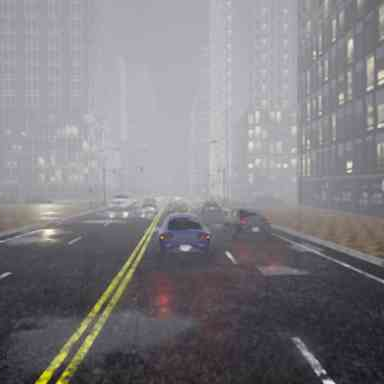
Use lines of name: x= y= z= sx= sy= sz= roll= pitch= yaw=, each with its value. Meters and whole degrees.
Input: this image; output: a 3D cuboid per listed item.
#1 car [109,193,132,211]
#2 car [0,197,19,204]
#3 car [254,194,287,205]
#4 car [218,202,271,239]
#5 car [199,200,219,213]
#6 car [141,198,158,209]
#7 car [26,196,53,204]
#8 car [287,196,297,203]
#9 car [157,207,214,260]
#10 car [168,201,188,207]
car: x=-8.577 y=1.170 z=40.430 sx=2.150 sy=2.045 sz=5.566 roll=0 pitch=0 yaw=-3
car: x=-31.349 y=1.402 z=55.827 sx=4.206 sy=1.307 sz=1.802 roll=0 pitch=1 yaw=-2
car: x=13.225 y=1.346 z=57.762 sx=5.009 sy=1.841 sz=2.192 roll=0 pitch=1 yaw=-2
car: x=2.701 y=1.482 z=17.015 sx=1.812 sy=1.442 sz=4.674 roll=0 pitch=0 yaw=-3
car: x=1.790 y=1.487 z=33.094 sx=1.994 sy=1.385 sz=4.181 roll=0 pitch=0 yaw=-3
car: x=-5.465 y=1.473 z=43.278 sx=2.033 sy=1.411 sz=5.357 roll=0 pitch=0 yaw=-3
car: x=-25.667 y=1.414 z=56.025 sx=4.313 sy=1.339 sz=1.947 roll=0 pitch=1 yaw=-2
car: x=18.342 y=1.430 z=66.361 sx=4.829 sy=1.417 sz=1.752 roll=0 pitch=1 yaw=-2
car: x=-0.303 y=1.504 z=12.258 sx=1.812 sy=1.442 sz=4.674 roll=0 pitch=0 yaw=-3
car: x=-1.412 y=1.539 z=32.186 sx=1.895 sy=1.301 sz=4.718 roll=0 pitch=0 yaw=-3
